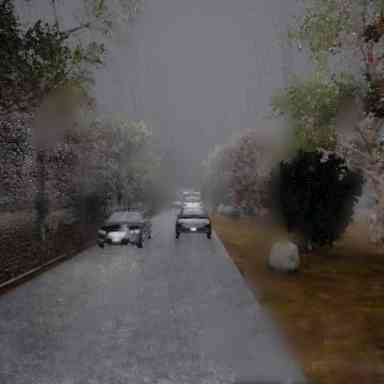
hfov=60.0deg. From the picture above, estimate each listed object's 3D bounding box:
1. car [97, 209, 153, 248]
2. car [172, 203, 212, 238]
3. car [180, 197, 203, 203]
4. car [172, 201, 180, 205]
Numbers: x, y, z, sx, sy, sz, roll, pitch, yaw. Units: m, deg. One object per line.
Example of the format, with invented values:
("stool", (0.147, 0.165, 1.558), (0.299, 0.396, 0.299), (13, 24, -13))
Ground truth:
("car", (-2.877, 1.562, 15.126), (2.128, 1.511, 4.902), (0, 0, 0))
("car", (0.071, 1.591, 18.340), (2.128, 1.511, 4.902), (0, -1, 0))
("car", (0.099, 1.609, 37.939), (2.150, 2.045, 5.566), (0, -1, 0))
("car", (-2.666, 2.470, 61.631), (1.882, 1.535, 5.008), (0, -2, 0))
